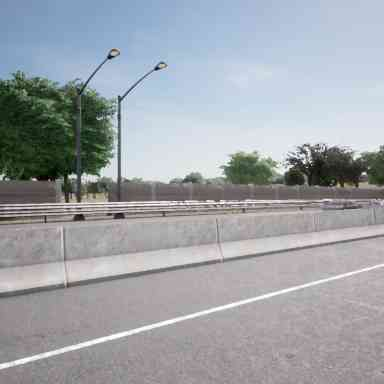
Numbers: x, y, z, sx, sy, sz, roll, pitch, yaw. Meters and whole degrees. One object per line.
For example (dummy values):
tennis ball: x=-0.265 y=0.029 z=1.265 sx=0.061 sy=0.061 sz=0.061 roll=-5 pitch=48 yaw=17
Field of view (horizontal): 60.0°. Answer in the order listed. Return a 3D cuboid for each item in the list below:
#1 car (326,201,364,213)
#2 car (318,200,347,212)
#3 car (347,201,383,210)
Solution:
car: x=17.570 y=1.669 z=38.057 sx=4.718 sy=1.301 sz=1.895 roll=0 pitch=0 yaw=-36
car: x=13.775 y=1.540 z=31.048 sx=4.892 sy=1.490 sz=1.837 roll=0 pitch=0 yaw=-36
car: x=15.597 y=1.525 z=28.049 sx=4.902 sy=1.511 sz=2.128 roll=0 pitch=0 yaw=-36
